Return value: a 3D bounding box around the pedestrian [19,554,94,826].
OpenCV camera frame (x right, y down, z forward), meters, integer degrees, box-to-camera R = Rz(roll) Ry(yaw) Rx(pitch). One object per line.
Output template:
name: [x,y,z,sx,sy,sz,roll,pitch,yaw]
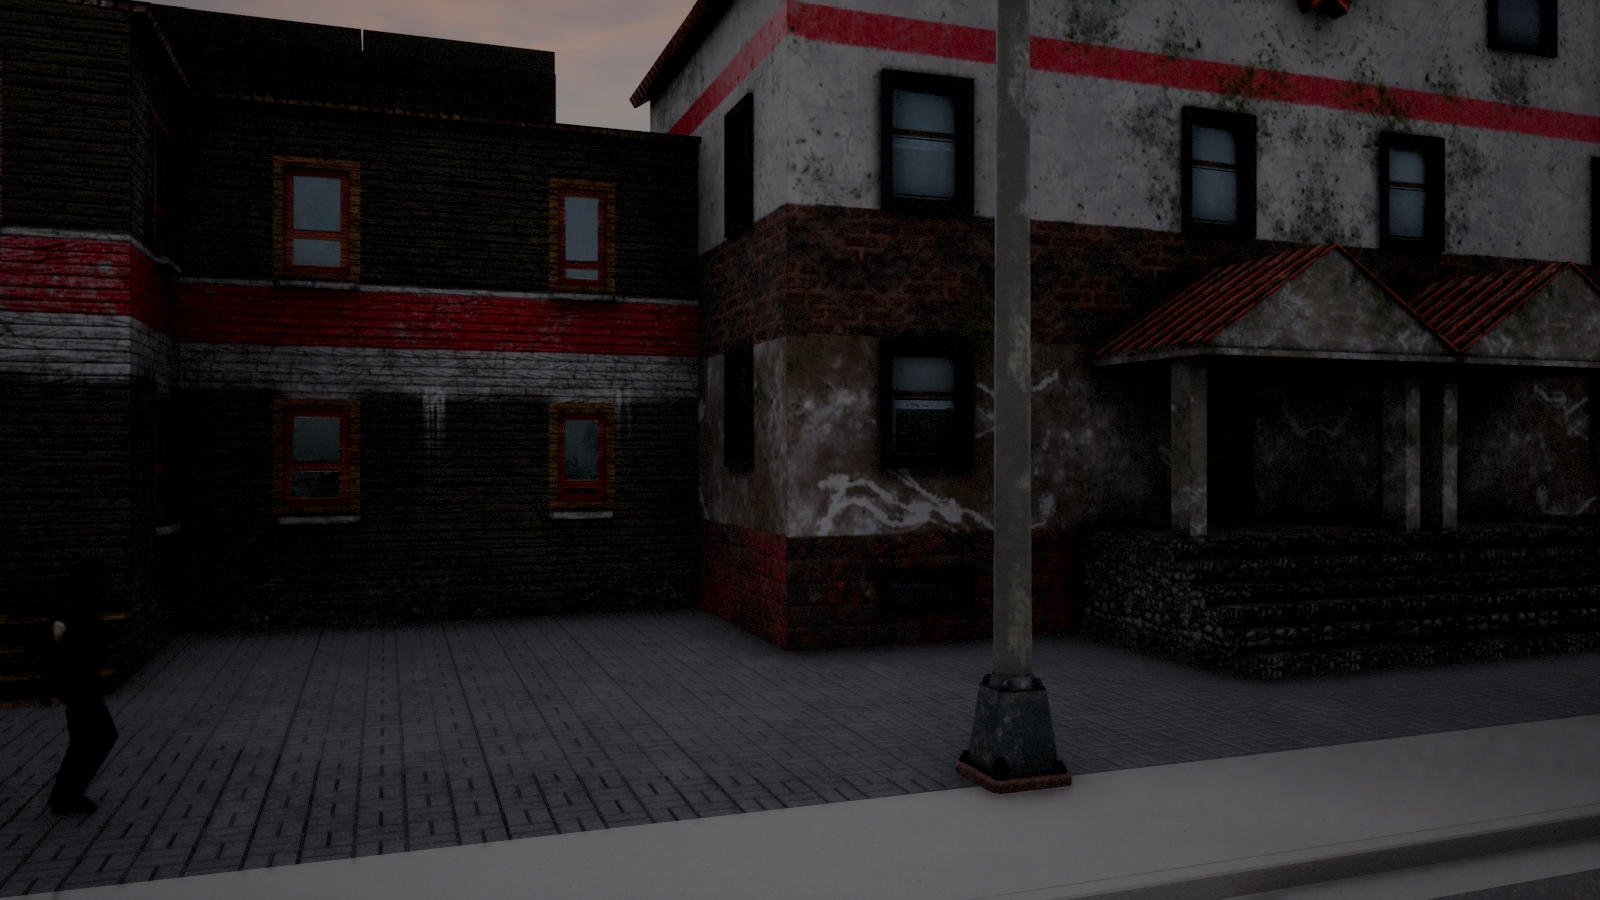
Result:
pedestrian: [-5.347,1.701,8.224,0.375,1.860,0.375,0,0,-19]
